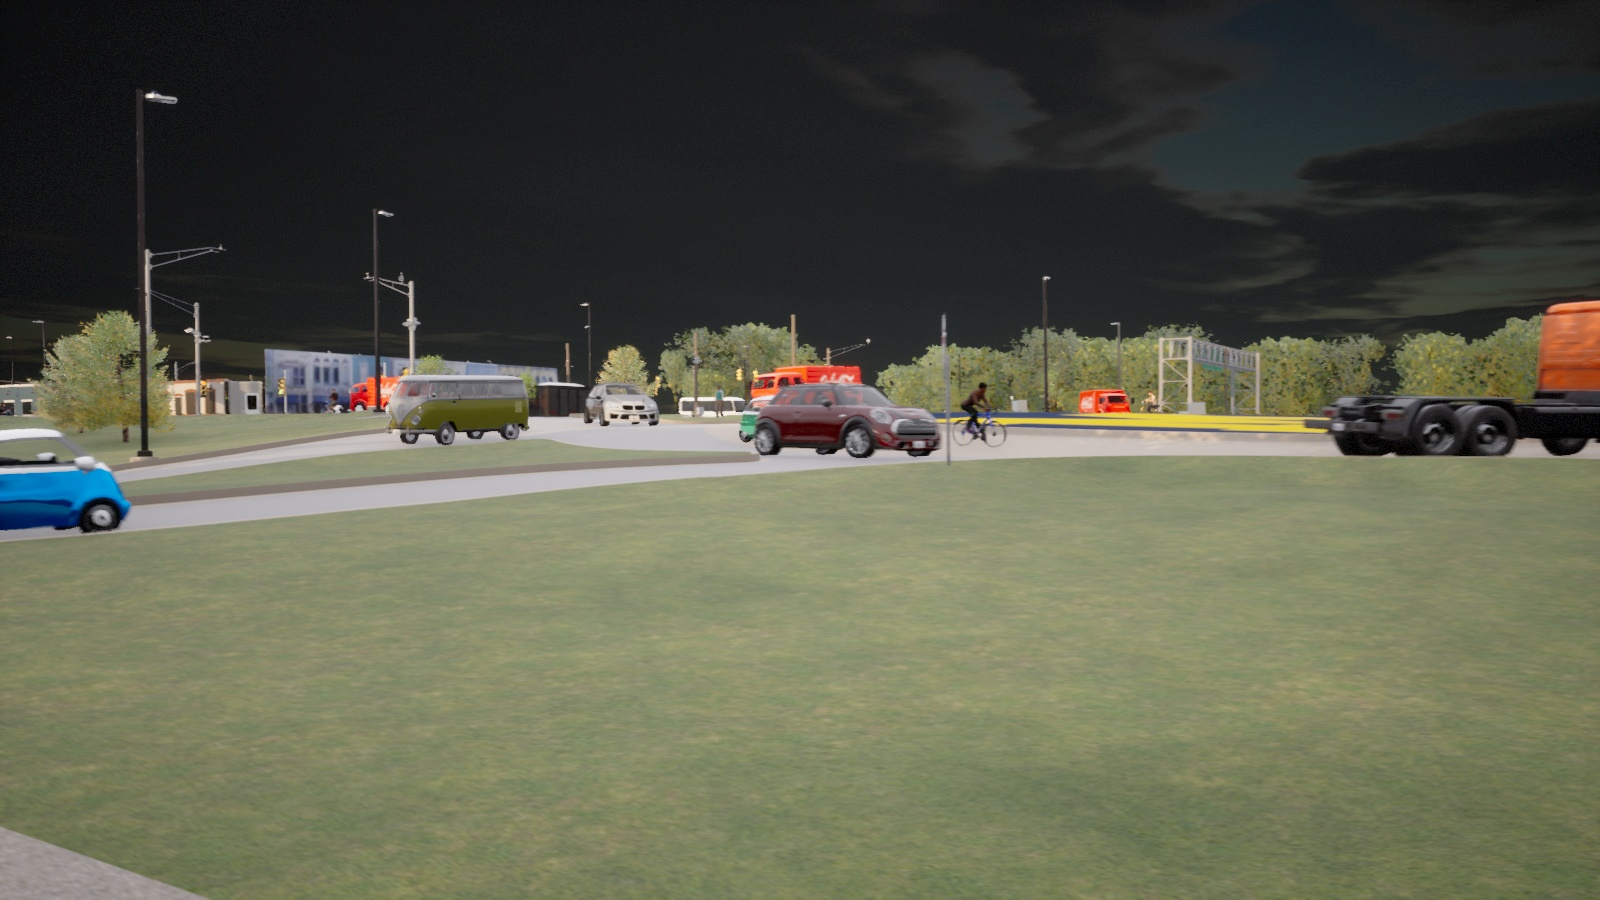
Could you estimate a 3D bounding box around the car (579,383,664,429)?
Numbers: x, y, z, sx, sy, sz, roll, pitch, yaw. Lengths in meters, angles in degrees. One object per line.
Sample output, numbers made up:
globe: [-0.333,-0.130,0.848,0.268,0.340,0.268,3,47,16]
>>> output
car: [-7.027,-1.731,49.060,2.242,1.667,4.611,-2,3,-21]

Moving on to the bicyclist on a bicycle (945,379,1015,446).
bicyclist on a bicycle: [4.509,-0.952,31.464,1.656,1.620,0.582,2,8,44]

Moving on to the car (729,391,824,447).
car: [-0.684,-0.907,36.269,2.207,1.376,1.481,1,10,43]

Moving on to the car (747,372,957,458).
car: [1.085,-0.739,28.199,2.097,1.767,4.553,-2,1,-42]

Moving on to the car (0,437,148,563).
car: [-9.616,0.594,15.631,1.481,1.376,2.207,2,5,41]

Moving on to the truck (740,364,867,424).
truck: [0.200,-2.547,56.832,5.204,2.467,2.627,-4,2,-42]

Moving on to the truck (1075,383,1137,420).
truck: [21.481,-3.377,88.304,2.627,2.467,5.204,-1,1,-5]

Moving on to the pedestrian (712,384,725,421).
pedestrian: [-4.277,-2.481,66.028,0.396,1.930,0.692,-2,0,17]

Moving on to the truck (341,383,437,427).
truck: [-24.917,-2.697,76.138,5.204,2.467,2.627,-1,0,28]

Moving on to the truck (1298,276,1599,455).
truck: [14.913,-1.790,26.364,7.936,3.462,2.891,-1,3,-10]

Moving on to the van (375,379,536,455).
van: [-9.897,-1.008,36.428,1.775,1.987,4.442,1,4,31]
